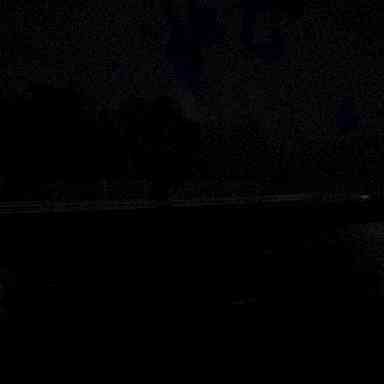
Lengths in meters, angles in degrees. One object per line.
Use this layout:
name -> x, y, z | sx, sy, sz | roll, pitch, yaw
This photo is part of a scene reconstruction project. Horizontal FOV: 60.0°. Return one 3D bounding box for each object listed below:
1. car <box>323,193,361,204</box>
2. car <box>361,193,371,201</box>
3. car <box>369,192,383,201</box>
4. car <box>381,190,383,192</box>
car -> 16.112, 1.119, 36.339 | 4.181, 1.385, 1.994 | -2, 1, -34
car -> 26.079, 0.766, 50.436 | 4.718, 1.301, 1.895 | -2, 1, -36
car -> 21.350, 1.032, 35.624 | 4.181, 1.385, 1.994 | -2, 1, -33
car -> 29.692, 0.318, 49.416 | 5.566, 2.045, 2.150 | -2, 1, -33
